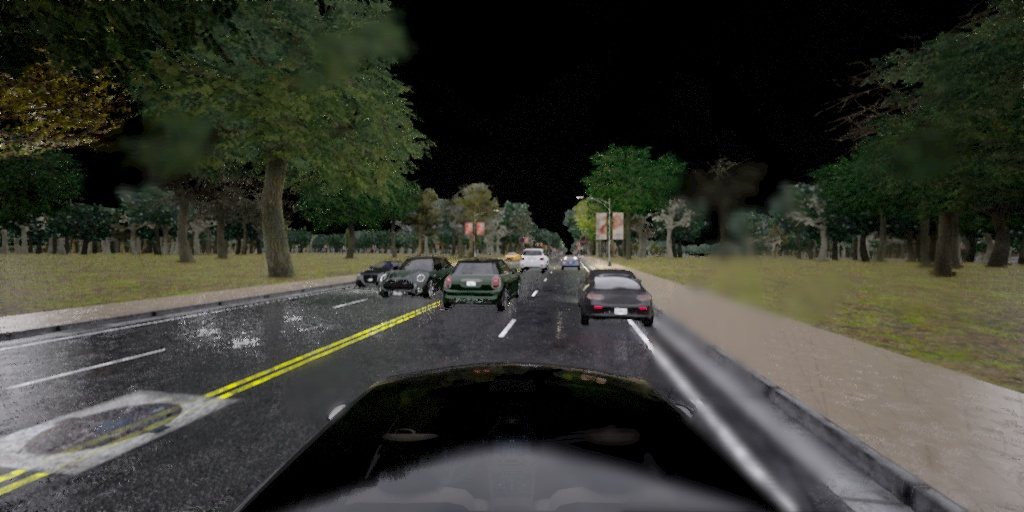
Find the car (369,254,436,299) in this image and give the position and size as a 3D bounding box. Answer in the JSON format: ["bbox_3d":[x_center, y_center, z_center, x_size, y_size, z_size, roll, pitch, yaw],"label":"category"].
[{"bbox_3d":[-4.048,0.819,16.038,2.097,1.767,4.553,0,1,9],"label":"car"}]

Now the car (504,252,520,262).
[{"bbox_3d":[0.012,0.127,61.476,1.882,1.535,5.008,0,1,10],"label":"car"}]

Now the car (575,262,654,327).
[{"bbox_3d":[2.940,1.098,10.760,1.812,1.442,4.674,0,1,9],"label":"car"}]

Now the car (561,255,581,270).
[{"bbox_3d":[5.899,0.634,35.924,2.033,1.411,5.357,0,1,10],"label":"car"}]

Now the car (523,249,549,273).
[{"bbox_3d":[2.097,0.370,32.503,2.150,2.045,5.566,0,1,9],"label":"car"}]

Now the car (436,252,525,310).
[{"bbox_3d":[-0.958,0.869,13.514,2.097,1.767,4.553,0,1,9],"label":"car"}]

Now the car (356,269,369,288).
[{"bbox_3d":[-6.734,0.956,19.796,1.994,1.385,4.181,0,1,9],"label":"car"}]
